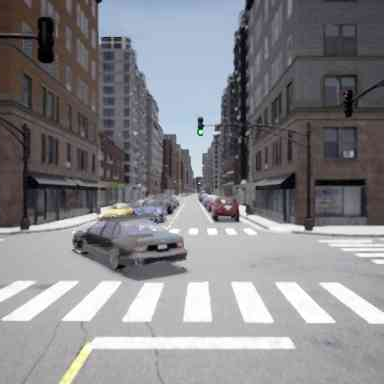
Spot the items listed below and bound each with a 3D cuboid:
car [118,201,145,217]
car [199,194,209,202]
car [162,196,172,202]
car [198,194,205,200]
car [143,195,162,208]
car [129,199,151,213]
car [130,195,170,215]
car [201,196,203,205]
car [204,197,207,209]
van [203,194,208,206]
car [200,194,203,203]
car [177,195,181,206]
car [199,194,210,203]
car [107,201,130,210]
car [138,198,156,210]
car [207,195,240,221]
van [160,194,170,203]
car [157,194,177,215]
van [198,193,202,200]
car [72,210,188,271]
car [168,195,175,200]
[{"bbox_3d":[-5.849,1.587,32.653,1.947,1.339,4.313,0,0,0],"label":"car"},{"bbox_3d":[2.688,1.336,77.878,2.192,1.841,5.009,0,0,0],"label":"car"},{"bbox_3d":[-5.838,1.566,77.893,1.887,1.381,4.507,0,0,0],"label":"car"},{"bbox_3d":[2.689,1.486,94.843,1.967,1.590,4.097,0,0,0],"label":"car"},{"bbox_3d":[-5.844,1.339,49.618,2.192,1.841,5.009,0,0,0],"label":"car"},{"bbox_3d":[-5.847,1.548,38.138,1.752,1.417,4.829,0,0,0],"label":"car"},{"bbox_3d":[-3.090,1.371,25.574,2.097,1.767,4.553,0,0,0],"label":"car"},{"bbox_3d":[2.681,1.606,49.595,1.802,1.307,4.206,0,0,0],"label":"car"},{"bbox_3d":[2.678,1.567,38.281,1.887,1.381,4.507,0,0,0],"label":"car"},{"bbox_3d":[2.680,1.365,43.939,1.690,1.788,3.998,0,0,0],"label":"van"},{"bbox_3d":[2.682,1.550,55.422,1.752,1.417,4.829,0,0,0],"label":"car"},{"bbox_3d":[-3.041,1.515,44.997,2.128,1.511,4.902,0,0,0],"label":"car"},{"bbox_3d":[2.687,1.337,72.221,2.192,1.841,5.009,0,0,0],"label":"car"},{"bbox_3d":[-5.850,1.545,26.828,1.752,1.417,4.829,0,0,0],"label":"car"},{"bbox_3d":[-5.846,1.549,43.793,1.752,1.417,4.829,0,0,0],"label":"car"},{"bbox_3d":[2.676,1.334,26.968,2.192,1.841,5.009,0,0,0],"label":"car"},{"bbox_3d":[-5.839,1.363,72.238,1.690,1.788,3.998,0,0,0],"label":"van"},{"bbox_3d":[-3.095,1.243,35.124,2.150,2.045,5.566,0,0,1],"label":"car"},{"bbox_3d":[2.685,1.364,66.564,1.690,1.788,3.998,0,0,0],"label":"van"},{"bbox_3d":[-2.312,1.541,11.066,2.033,1.411,5.357,0,0,-37],"label":"car"},{"bbox_3d":[-5.836,1.627,94.853,1.802,1.307,4.206,0,0,0],"label":"car"}]
